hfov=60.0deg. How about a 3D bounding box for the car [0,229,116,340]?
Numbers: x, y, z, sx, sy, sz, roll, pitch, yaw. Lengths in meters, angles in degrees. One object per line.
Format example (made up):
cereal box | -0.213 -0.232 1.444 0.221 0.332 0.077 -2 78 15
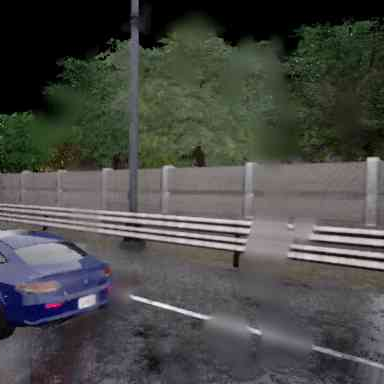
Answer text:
car | -3.442 1.445 6.337 4.674 1.442 1.812 1 1 36
